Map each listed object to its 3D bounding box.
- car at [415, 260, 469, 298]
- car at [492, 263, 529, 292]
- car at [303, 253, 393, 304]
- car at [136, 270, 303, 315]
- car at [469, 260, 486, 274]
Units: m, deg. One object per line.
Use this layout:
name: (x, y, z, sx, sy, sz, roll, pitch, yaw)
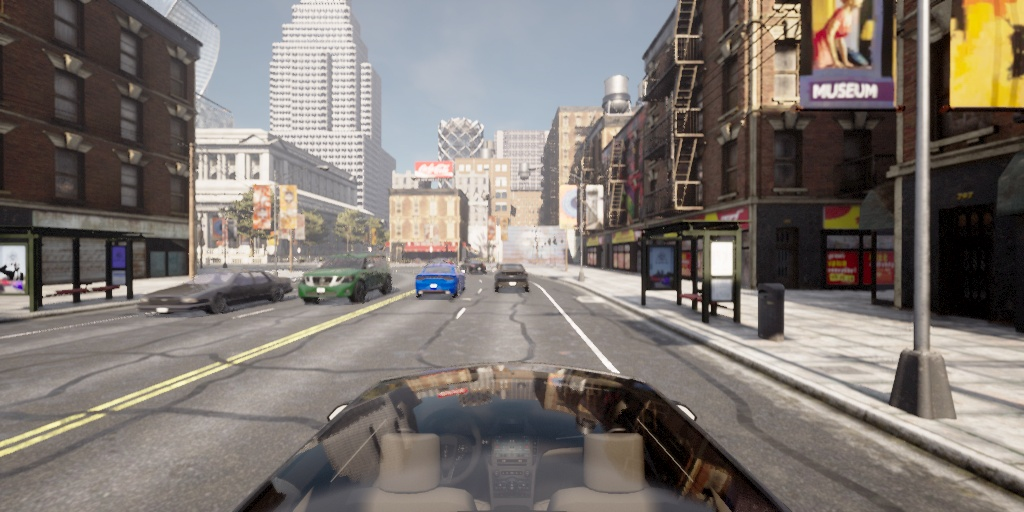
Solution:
car: (-3.475, 1.146, 18.075, 1.882, 1.535, 5.008, 0, 0, -2)
car: (-0.091, 1.159, 20.721, 1.837, 1.490, 4.892, 0, 0, -3)
car: (-7.136, 0.900, 16.088, 2.150, 2.045, 5.566, 0, 0, -1)
car: (-10.586, 1.239, 13.517, 2.033, 1.411, 5.357, 0, 0, 0)
car: (-4.187, 1.098, 37.585, 1.812, 1.442, 4.674, 0, 0, -24)
